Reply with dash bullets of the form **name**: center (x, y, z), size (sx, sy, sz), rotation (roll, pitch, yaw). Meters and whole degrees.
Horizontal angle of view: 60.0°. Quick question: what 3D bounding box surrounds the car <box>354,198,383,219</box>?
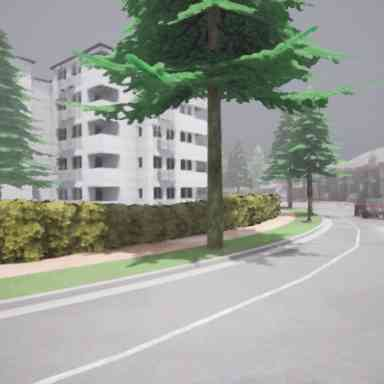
- **car**: center (14.977, 1.276, 27.551), size (2.097, 1.767, 4.553), rotation (-1, 0, 15)
